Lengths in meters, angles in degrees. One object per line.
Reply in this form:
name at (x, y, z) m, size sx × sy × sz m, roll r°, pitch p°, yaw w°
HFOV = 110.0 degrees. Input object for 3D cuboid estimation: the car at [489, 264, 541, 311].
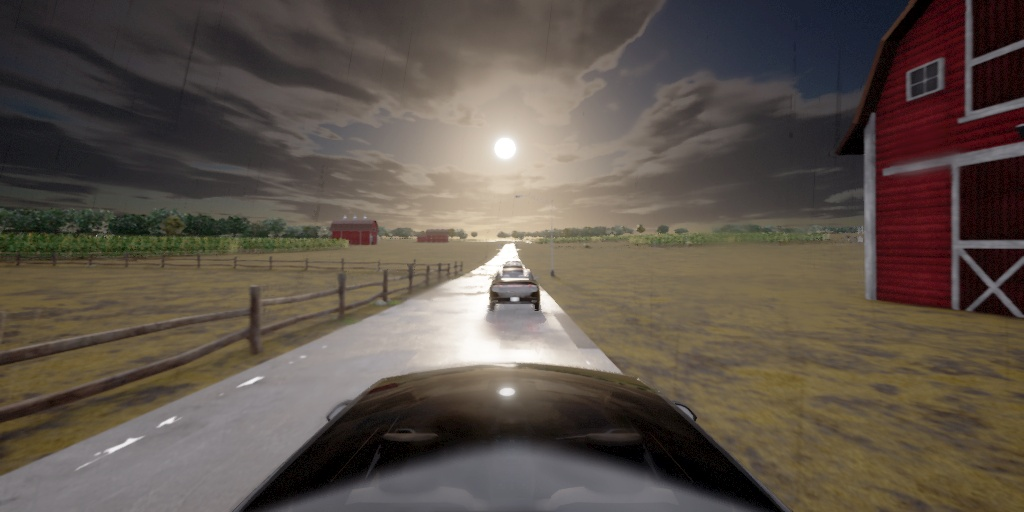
car at (0.093, 1.233, 14.424) m, size 2.128 × 1.511 × 4.902 m, roll 0°, pitch 0°, yaw 0°

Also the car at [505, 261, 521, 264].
car at (0.085, 1.165, 32.855) m, size 1.882 × 1.535 × 5.008 m, roll 0°, pitch 1°, yaw 0°
